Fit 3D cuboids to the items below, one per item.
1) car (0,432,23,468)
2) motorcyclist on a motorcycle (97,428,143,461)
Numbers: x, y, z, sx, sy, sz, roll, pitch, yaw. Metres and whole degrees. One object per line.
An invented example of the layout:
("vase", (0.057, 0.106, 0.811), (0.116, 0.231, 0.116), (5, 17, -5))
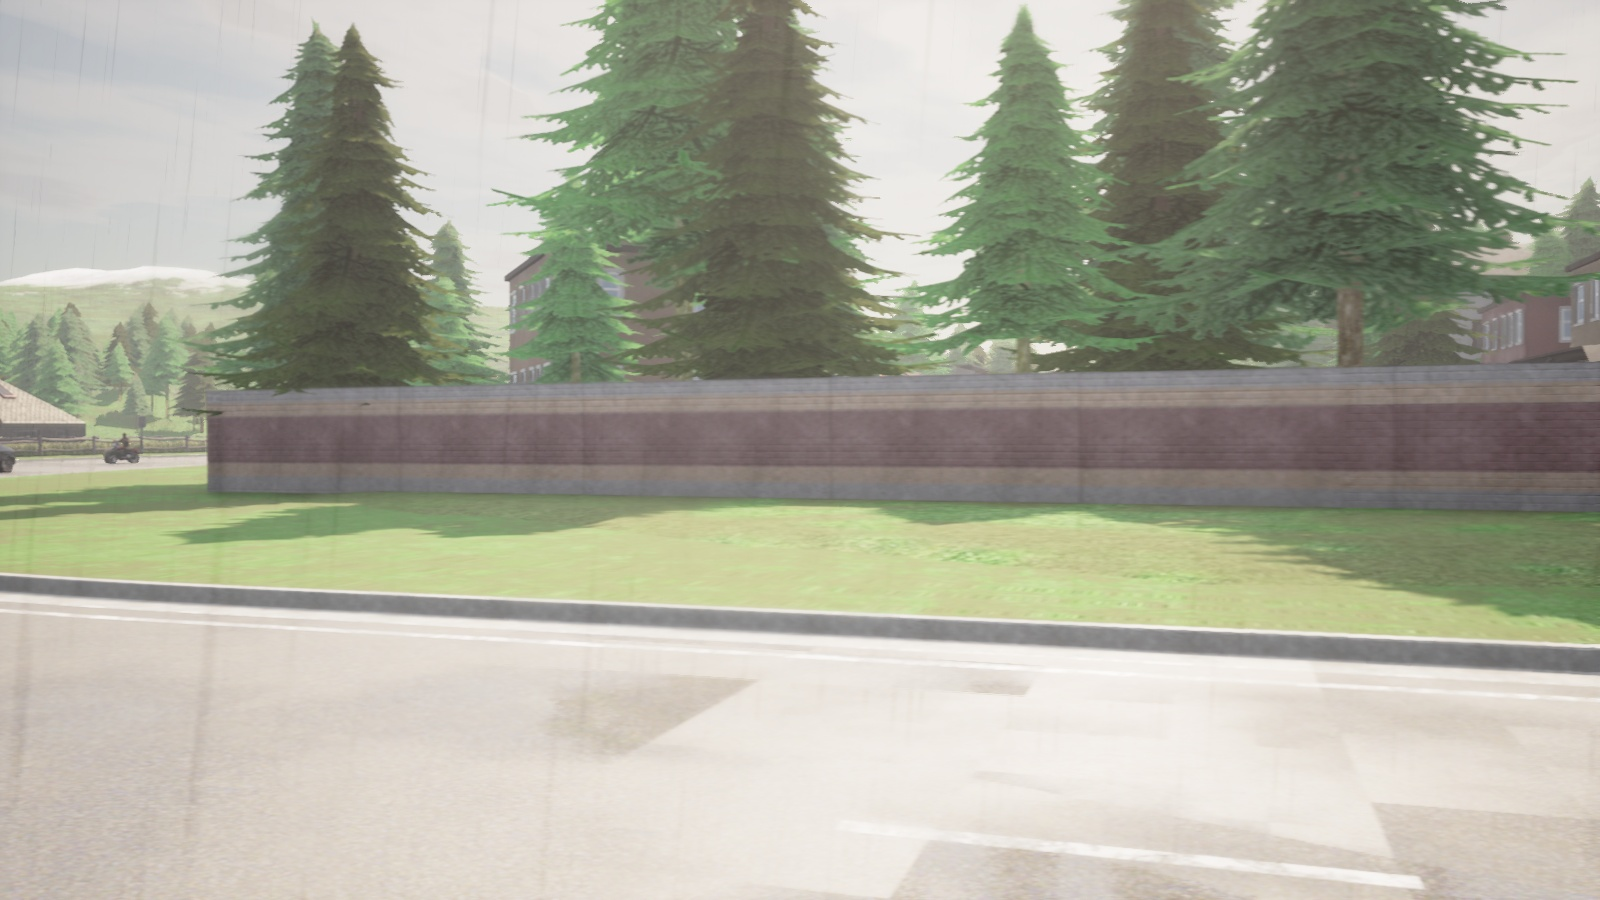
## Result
("car", (-32.652, 0.007, 48.891), (1.812, 1.442, 4.674), (0, 1, 1))
("motorcyclist on a motorcycle", (-34.849, -0.316, 64.382), (0.766, 1.649, 2.350), (1, 1, 10))
